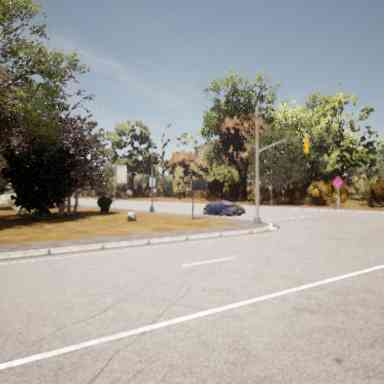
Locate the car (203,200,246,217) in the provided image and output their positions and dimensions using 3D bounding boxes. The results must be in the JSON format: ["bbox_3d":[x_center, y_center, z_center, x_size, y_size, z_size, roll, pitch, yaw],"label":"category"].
[{"bbox_3d":[2.900,1.461,30.319,1.994,1.385,4.181,0,0,-38],"label":"car"}]
